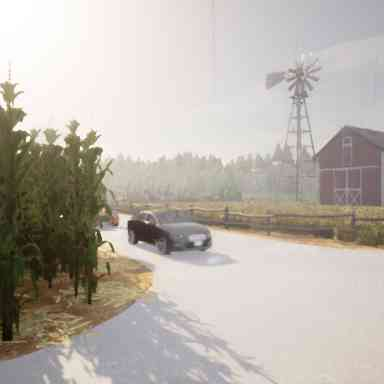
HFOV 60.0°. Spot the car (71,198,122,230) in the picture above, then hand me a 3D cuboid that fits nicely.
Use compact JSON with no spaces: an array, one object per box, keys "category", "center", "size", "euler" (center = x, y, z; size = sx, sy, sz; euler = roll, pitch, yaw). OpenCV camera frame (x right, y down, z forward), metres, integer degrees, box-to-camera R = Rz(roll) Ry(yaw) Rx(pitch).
[{"category":"car","center":[-6.416,1.353,21.985],"size":[2.097,1.767,4.553],"euler":[0,0,-32]}]

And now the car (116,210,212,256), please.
[{"category":"car","center":[-1.083,1.492,13.412],"size":[2.128,1.511,4.902],"euler":[0,0,-32]}]
